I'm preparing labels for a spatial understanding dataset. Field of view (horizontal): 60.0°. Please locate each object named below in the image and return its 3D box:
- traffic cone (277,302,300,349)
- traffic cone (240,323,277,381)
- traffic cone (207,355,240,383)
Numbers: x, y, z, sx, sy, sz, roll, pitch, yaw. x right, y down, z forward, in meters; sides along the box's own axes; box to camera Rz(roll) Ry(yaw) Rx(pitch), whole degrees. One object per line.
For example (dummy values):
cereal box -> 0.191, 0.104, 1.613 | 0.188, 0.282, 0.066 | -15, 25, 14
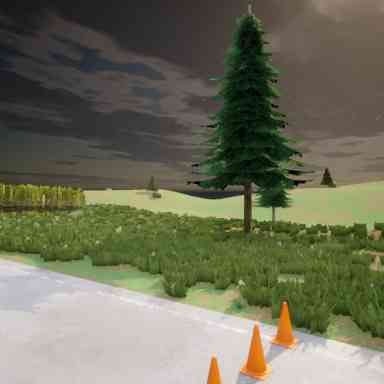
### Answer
traffic cone -> 1.395, 1.955, 4.995 | 0.340, 0.580, 0.340 | 0, 0, 36
traffic cone -> 0.810, 1.955, 4.184 | 0.340, 0.580, 0.340 | 0, 0, 36
traffic cone -> 0.226, 1.955, 3.372 | 0.340, 0.580, 0.340 | 0, 0, 36
